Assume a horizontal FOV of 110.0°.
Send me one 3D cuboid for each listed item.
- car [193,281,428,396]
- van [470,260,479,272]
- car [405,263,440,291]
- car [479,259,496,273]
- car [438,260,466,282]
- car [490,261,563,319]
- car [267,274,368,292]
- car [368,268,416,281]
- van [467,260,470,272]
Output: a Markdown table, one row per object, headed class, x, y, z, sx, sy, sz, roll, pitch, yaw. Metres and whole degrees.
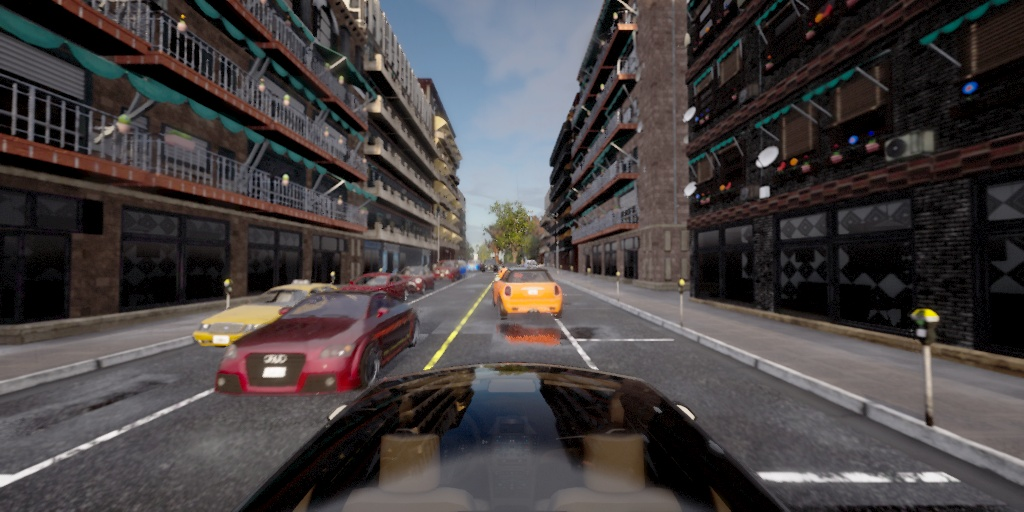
| class | x | y | z | sx | sy | sz | roll | pitch | yaw |
| --- | --- | --- | --- | --- | --- | --- | --- | --- | --- |
| car | -3.117 | 1.354 | 6.693 | 1.994 | 1.385 | 4.181 | 0 | 0 | 0 |
| van | -5.892 | 1.527 | 54.898 | 1.690 | 1.789 | 3.998 | 0 | 0 | 0 |
| car | -5.761 | 1.345 | 20.930 | 1.967 | 1.591 | 4.097 | 0 | 0 | 0 |
| car | -3.193 | 1.427 | 52.499 | 2.150 | 2.045 | 5.566 | 0 | 0 | 0 |
| car | -5.805 | 1.313 | 32.253 | 2.192 | 1.841 | 5.009 | 0 | 0 | 0 |
| car | 0.437 | 1.196 | 13.512 | 2.097 | 1.767 | 4.553 | 0 | 0 | -6 |
| car | -5.717 | 1.339 | 9.438 | 1.751 | 1.417 | 4.829 | 0 | 0 | 0 |
| car | -5.739 | 1.404 | 15.268 | 1.888 | 1.381 | 4.507 | 0 | 0 | 0 |
| van | -5.827 | 1.386 | 37.914 | 1.690 | 1.789 | 3.998 | 0 | 0 | 0 |
